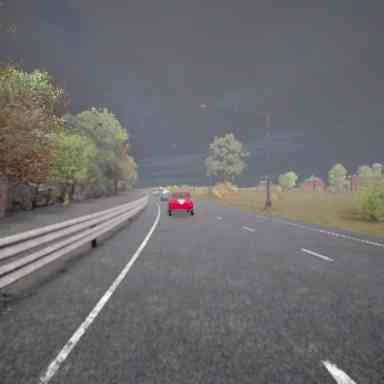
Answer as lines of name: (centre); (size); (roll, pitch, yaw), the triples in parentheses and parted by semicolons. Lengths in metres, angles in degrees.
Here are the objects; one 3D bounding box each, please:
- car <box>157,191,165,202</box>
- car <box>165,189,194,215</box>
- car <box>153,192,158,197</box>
car: (-4.563, 0.965, 58.625); (1.994, 1.385, 4.181); (0, 1, -9)
car: (-1.075, 0.936, 29.759); (2.150, 2.045, 5.566); (0, 0, -5)
car: (-9.781, 0.607, 92.618); (1.895, 1.301, 4.718); (0, 1, -9)
